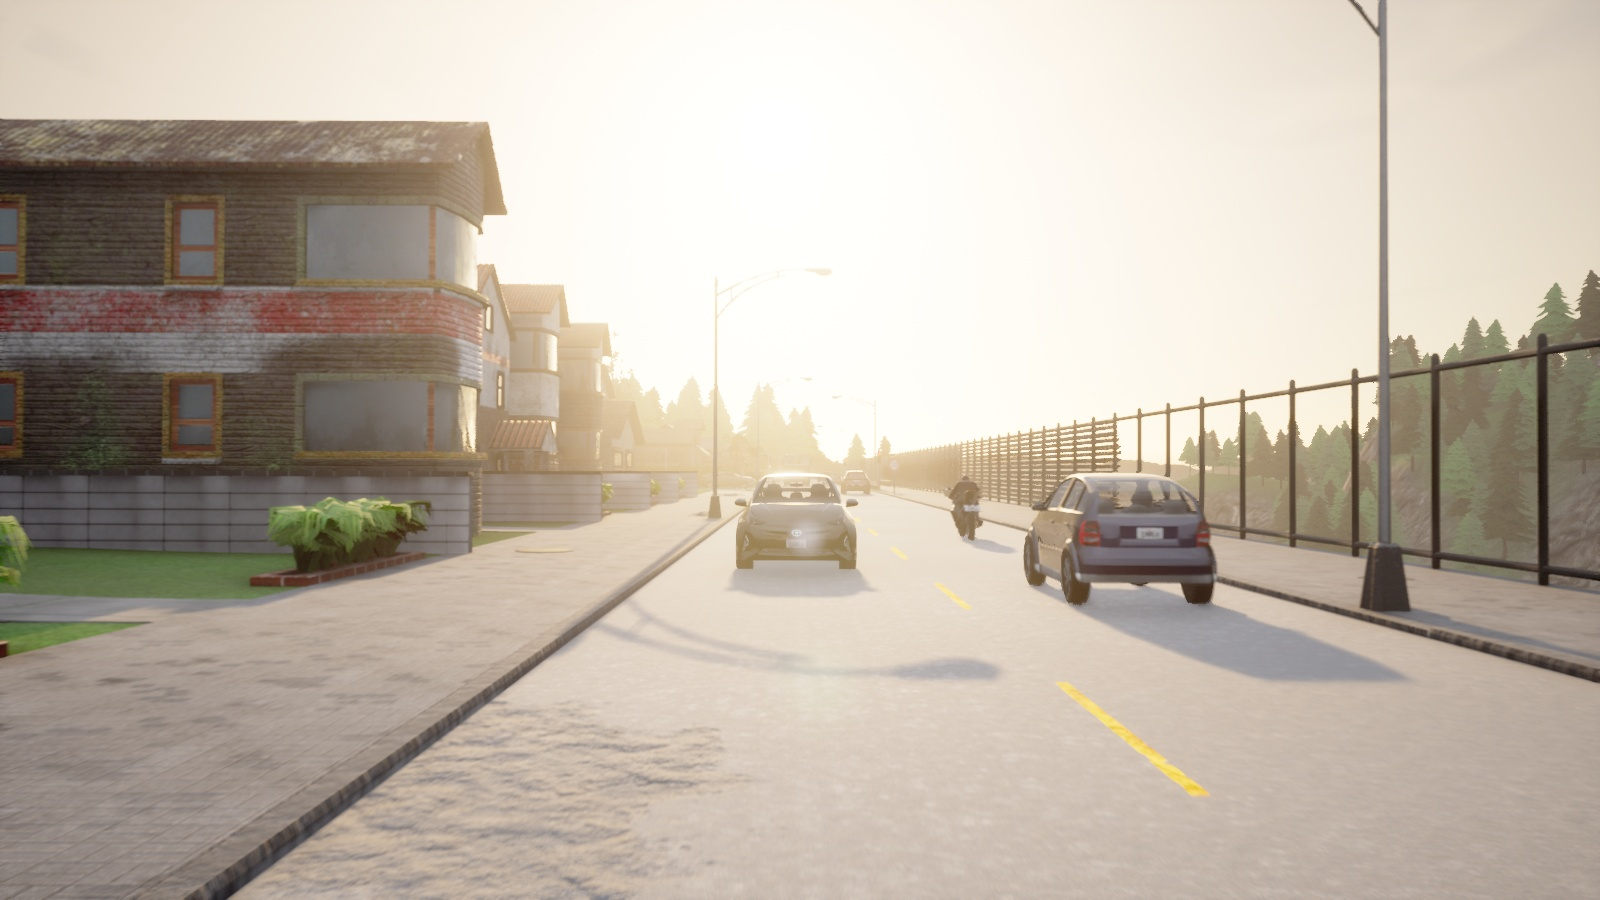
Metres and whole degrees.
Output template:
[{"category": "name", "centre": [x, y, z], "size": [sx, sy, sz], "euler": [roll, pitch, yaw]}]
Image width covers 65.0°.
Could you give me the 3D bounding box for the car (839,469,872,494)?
[{"category": "car", "centre": [3.791, 2.170, 86.166], "size": [2.033, 1.649, 4.856], "euler": [0, -2, 0]}]

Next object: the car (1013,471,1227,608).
[{"category": "car", "centre": [3.961, 1.048, 16.158], "size": [1.789, 1.549, 3.705], "euler": [0, -1, 0]}]

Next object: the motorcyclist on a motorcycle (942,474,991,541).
[{"category": "motorcyclist on a motorcycle", "centre": [3.928, 1.333, 29.793], "size": [0.866, 1.530, 2.191], "euler": [0, -1, 0]}]

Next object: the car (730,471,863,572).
[{"category": "car", "centre": [-0.052, 1.118, 21.266], "size": [2.007, 1.525, 4.514], "euler": [0, -1, 0]}]
